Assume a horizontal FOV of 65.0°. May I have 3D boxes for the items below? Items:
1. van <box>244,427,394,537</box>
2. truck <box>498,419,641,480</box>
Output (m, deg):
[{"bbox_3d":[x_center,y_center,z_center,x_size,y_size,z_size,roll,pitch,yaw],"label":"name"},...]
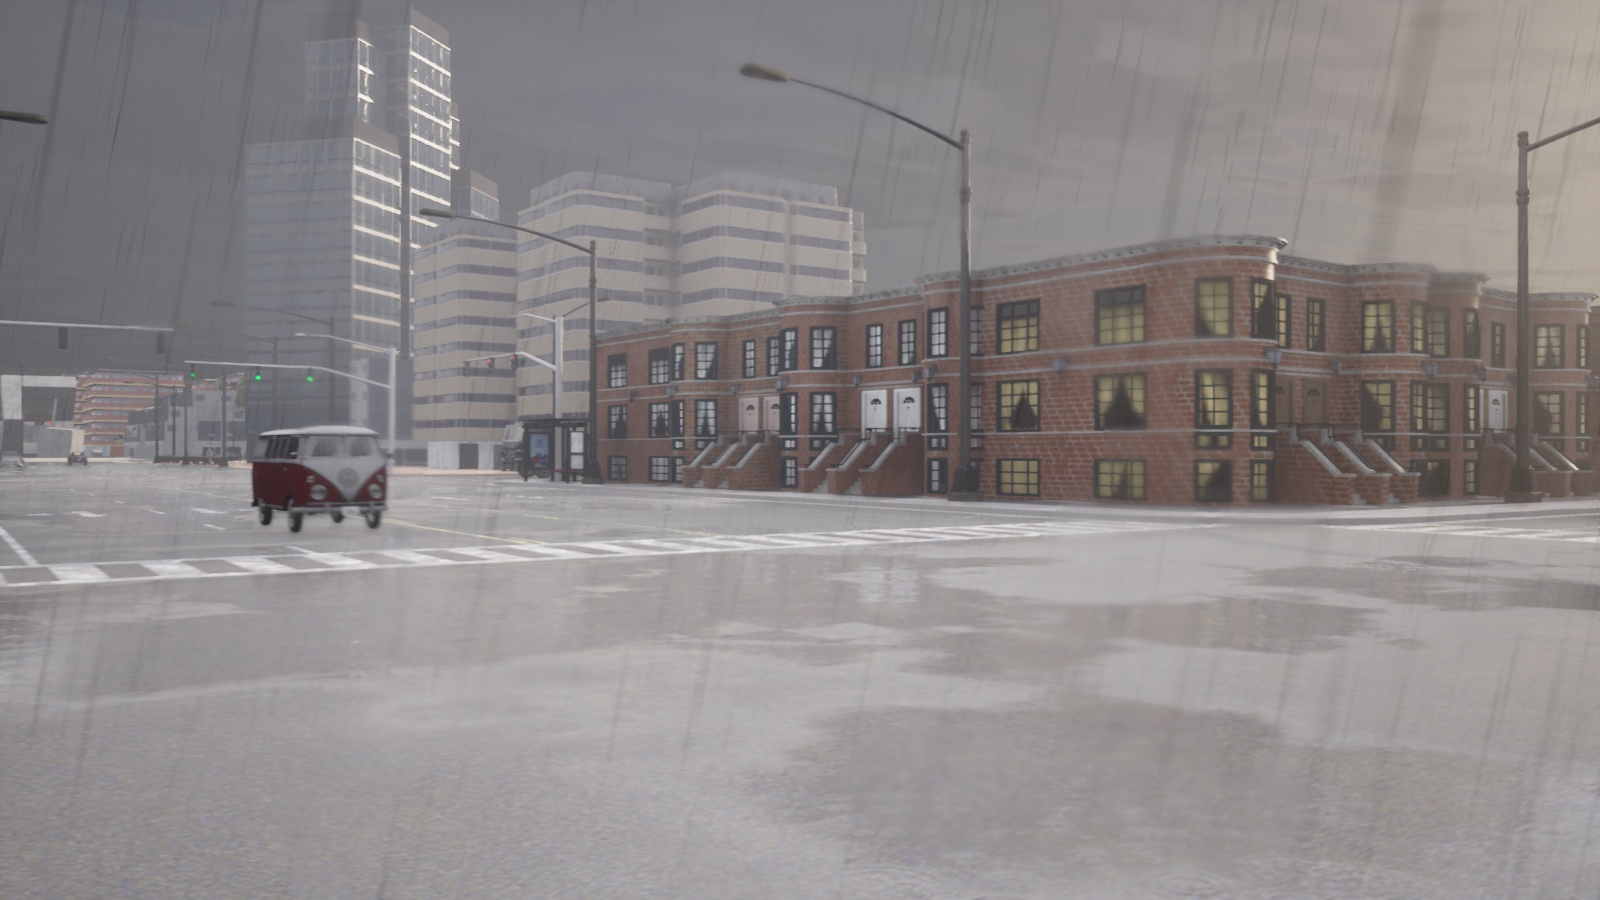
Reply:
[{"bbox_3d":[-9.624,0.579,24.912,1.775,1.987,4.442,0,0,-35],"label":"van"},{"bbox_3d":[-13.680,-0.025,74.893,7.936,3.462,2.891,0,0,-35],"label":"truck"}]
